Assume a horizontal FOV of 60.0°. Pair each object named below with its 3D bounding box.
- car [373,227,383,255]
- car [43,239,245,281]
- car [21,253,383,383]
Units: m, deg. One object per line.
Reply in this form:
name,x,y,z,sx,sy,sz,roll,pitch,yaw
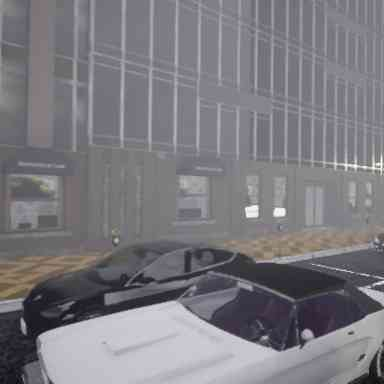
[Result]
car,8.613,1.698,12.675,4.403,1.369,2.008,1,0,-35
car,-0.659,1.595,6.080,4.313,1.339,1.947,1,0,-35
car,0.708,1.629,3.881,4.718,1.301,1.895,1,0,-35
